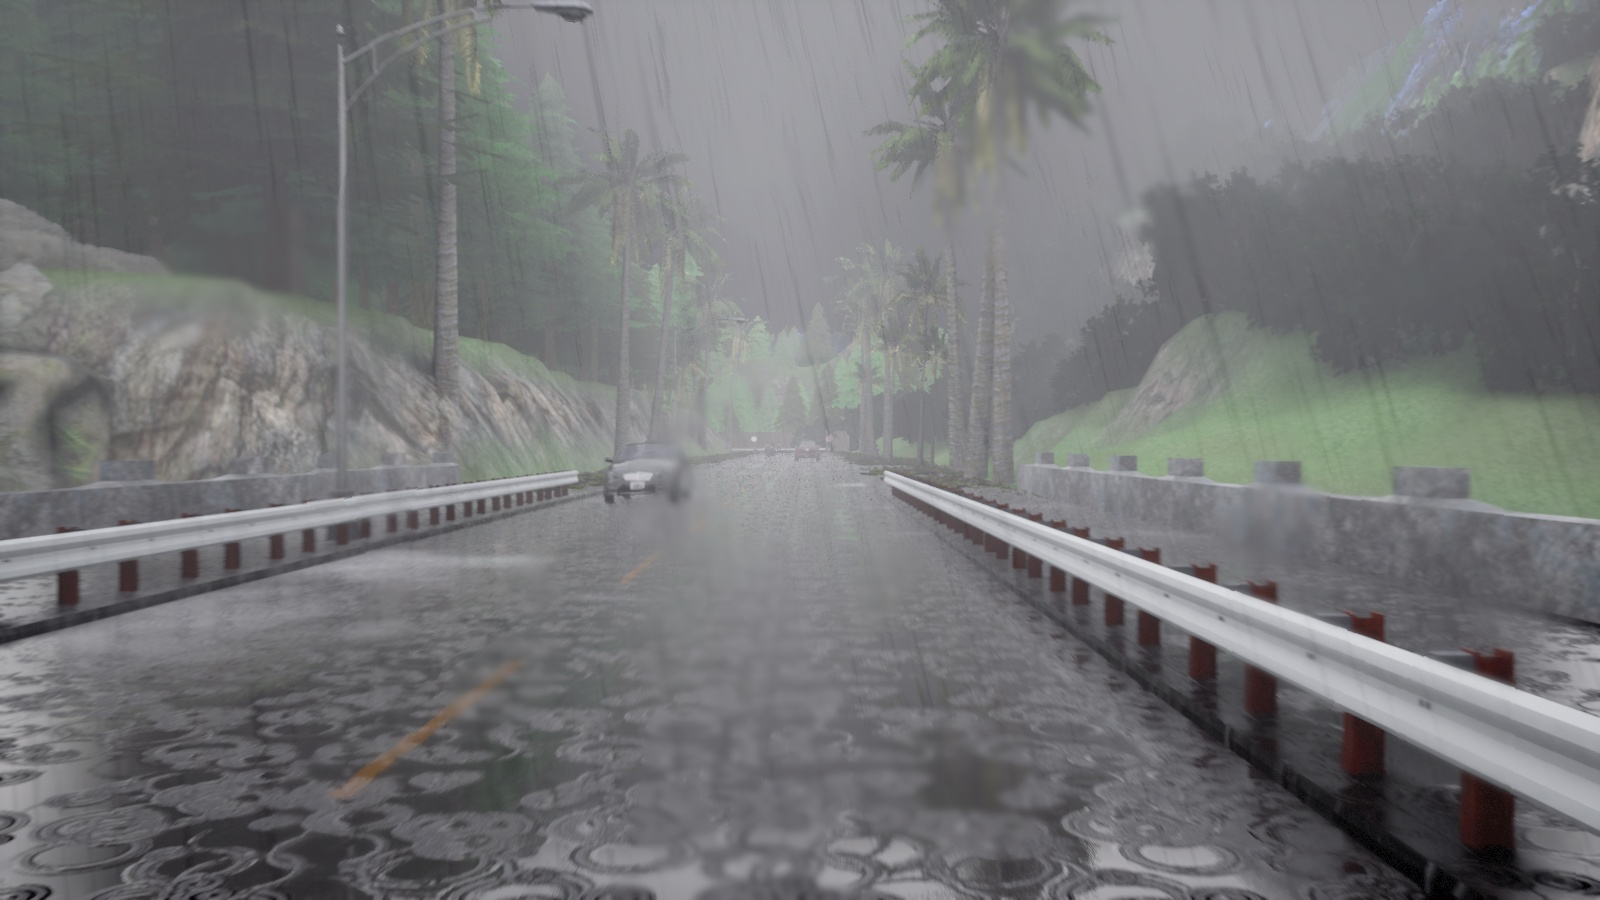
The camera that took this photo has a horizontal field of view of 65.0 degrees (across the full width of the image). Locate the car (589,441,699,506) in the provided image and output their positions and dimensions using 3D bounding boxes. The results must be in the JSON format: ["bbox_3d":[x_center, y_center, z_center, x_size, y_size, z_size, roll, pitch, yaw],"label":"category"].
[{"bbox_3d":[-3.806,0.524,31.544,2.128,1.511,4.902,0,0,0],"label":"car"}]
